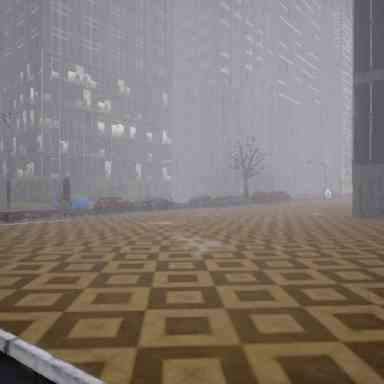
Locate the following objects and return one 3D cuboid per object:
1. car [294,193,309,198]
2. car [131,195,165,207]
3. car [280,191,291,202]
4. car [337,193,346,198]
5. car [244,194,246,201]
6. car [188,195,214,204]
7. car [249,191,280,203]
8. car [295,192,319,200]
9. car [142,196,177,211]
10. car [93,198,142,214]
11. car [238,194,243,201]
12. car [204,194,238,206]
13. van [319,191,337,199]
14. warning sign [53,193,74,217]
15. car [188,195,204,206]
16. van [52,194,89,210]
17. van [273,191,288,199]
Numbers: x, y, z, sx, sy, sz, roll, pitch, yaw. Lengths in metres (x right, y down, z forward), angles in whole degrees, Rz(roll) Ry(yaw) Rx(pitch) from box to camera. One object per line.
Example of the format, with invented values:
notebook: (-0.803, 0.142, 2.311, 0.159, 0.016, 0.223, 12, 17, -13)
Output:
car: (27.864, 0.833, 84.480, 1.947, 1.339, 4.313, 1, 1, 42)
car: (-6.098, 1.218, 46.165, 1.887, 1.381, 4.507, 1, 1, 42)
car: (15.260, 0.842, 57.614, 2.192, 1.841, 5.009, 1, 1, 42)
car: (34.123, 0.853, 78.906, 2.008, 1.369, 4.403, 1, 1, 42)
car: (11.356, 1.112, 57.279, 1.994, 1.385, 4.181, 0, 1, 42)
car: (1.453, 1.149, 54.674, 1.947, 1.339, 4.313, 1, 1, 42)
car: (11.488, 0.887, 53.356, 2.192, 1.841, 5.009, 1, 1, 42)
car: (22.918, 0.960, 66.259, 1.752, 1.417, 4.829, 1, 1, 42)
car: (-3.554, 1.320, 36.286, 1.947, 1.339, 4.313, 1, 1, 42)
car: (-7.284, 1.240, 31.990, 1.967, 1.590, 4.097, 1, 1, 42)
car: (5.795, 1.169, 55.526, 2.033, 1.411, 5.357, 0, 1, 42)
car: (3.941, 1.245, 44.844, 1.802, 1.307, 4.206, 1, 1, 42)
van: (30.351, 0.688, 74.645, 1.690, 1.788, 3.998, 1, 1, 42)
warning sign: (-9.899, 0.976, 25.659, 1.300, 1.860, 1.060, 0, 0, 42)
car: (1.409, 1.231, 46.051, 1.994, 1.385, 4.181, 0, 1, 42)
van: (-13.725, 1.105, 37.722, 1.690, 1.788, 3.998, 1, 1, 42)
van: (20.319, 0.698, 75.960, 1.690, 1.788, 3.998, 1, 1, 42)
